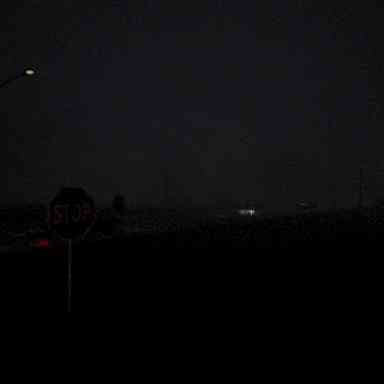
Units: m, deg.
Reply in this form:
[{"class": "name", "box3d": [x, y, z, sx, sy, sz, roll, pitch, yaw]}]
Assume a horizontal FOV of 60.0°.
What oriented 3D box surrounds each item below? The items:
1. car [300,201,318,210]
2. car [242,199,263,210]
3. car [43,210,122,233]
[{"class": "car", "box3d": [19.964, 2.265, 56.548, 2.128, 1.511, 4.902, 1, 0, 36]}, {"class": "car", "box3d": [9.966, 1.927, 54.663, 2.097, 1.767, 4.553, 1, -1, 36]}, {"class": "car", "box3d": [-6.399, 1.756, 20.085, 1.837, 1.490, 4.892, 1, 0, 36]}]
